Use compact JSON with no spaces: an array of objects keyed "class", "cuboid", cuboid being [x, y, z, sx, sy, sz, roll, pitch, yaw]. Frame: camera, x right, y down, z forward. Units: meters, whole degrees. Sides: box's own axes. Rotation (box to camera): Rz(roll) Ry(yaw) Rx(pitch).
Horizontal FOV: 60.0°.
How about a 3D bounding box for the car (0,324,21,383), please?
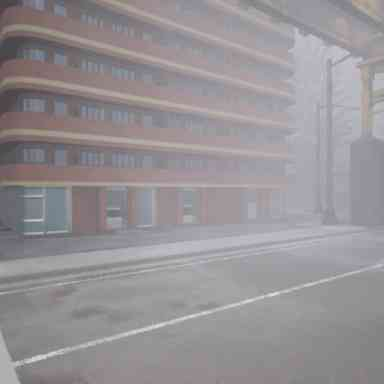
[{"class":"car","cuboid":[-3.429,1.600,1.525,4.718,1.301,1.895,0,0,-36]}]
